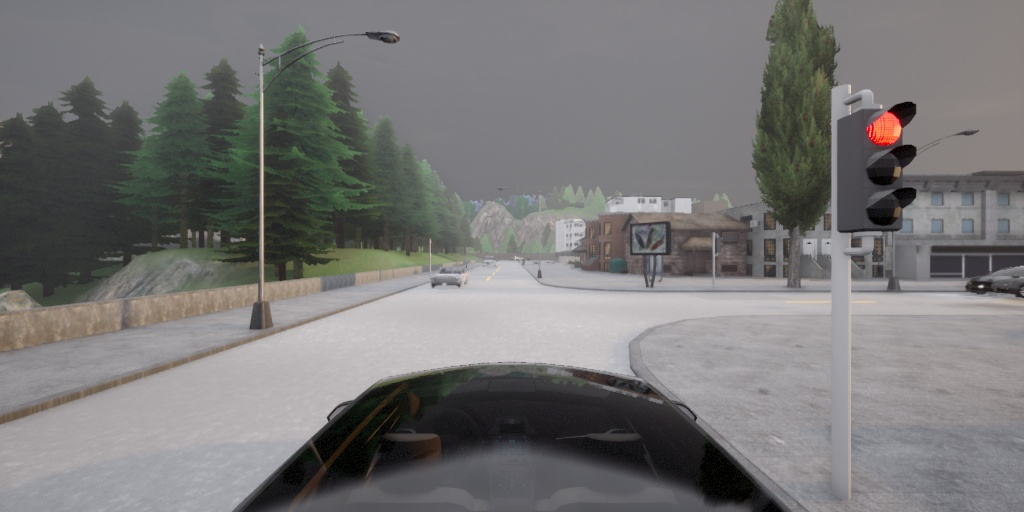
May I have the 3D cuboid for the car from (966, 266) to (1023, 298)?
[{"bbox_3d":[25.493,1.252,17.634,4.892,1.490,1.837,0,0,0],"label":"car"}]

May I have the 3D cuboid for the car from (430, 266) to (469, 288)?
[{"bbox_3d":[-4.002,1.371,23.511,1.895,1.301,4.718,0,0,0],"label":"car"}]

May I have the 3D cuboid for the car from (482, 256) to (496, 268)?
[{"bbox_3d":[-4.004,1.058,62.472,2.150,2.045,5.566,0,2,0],"label":"car"}]
